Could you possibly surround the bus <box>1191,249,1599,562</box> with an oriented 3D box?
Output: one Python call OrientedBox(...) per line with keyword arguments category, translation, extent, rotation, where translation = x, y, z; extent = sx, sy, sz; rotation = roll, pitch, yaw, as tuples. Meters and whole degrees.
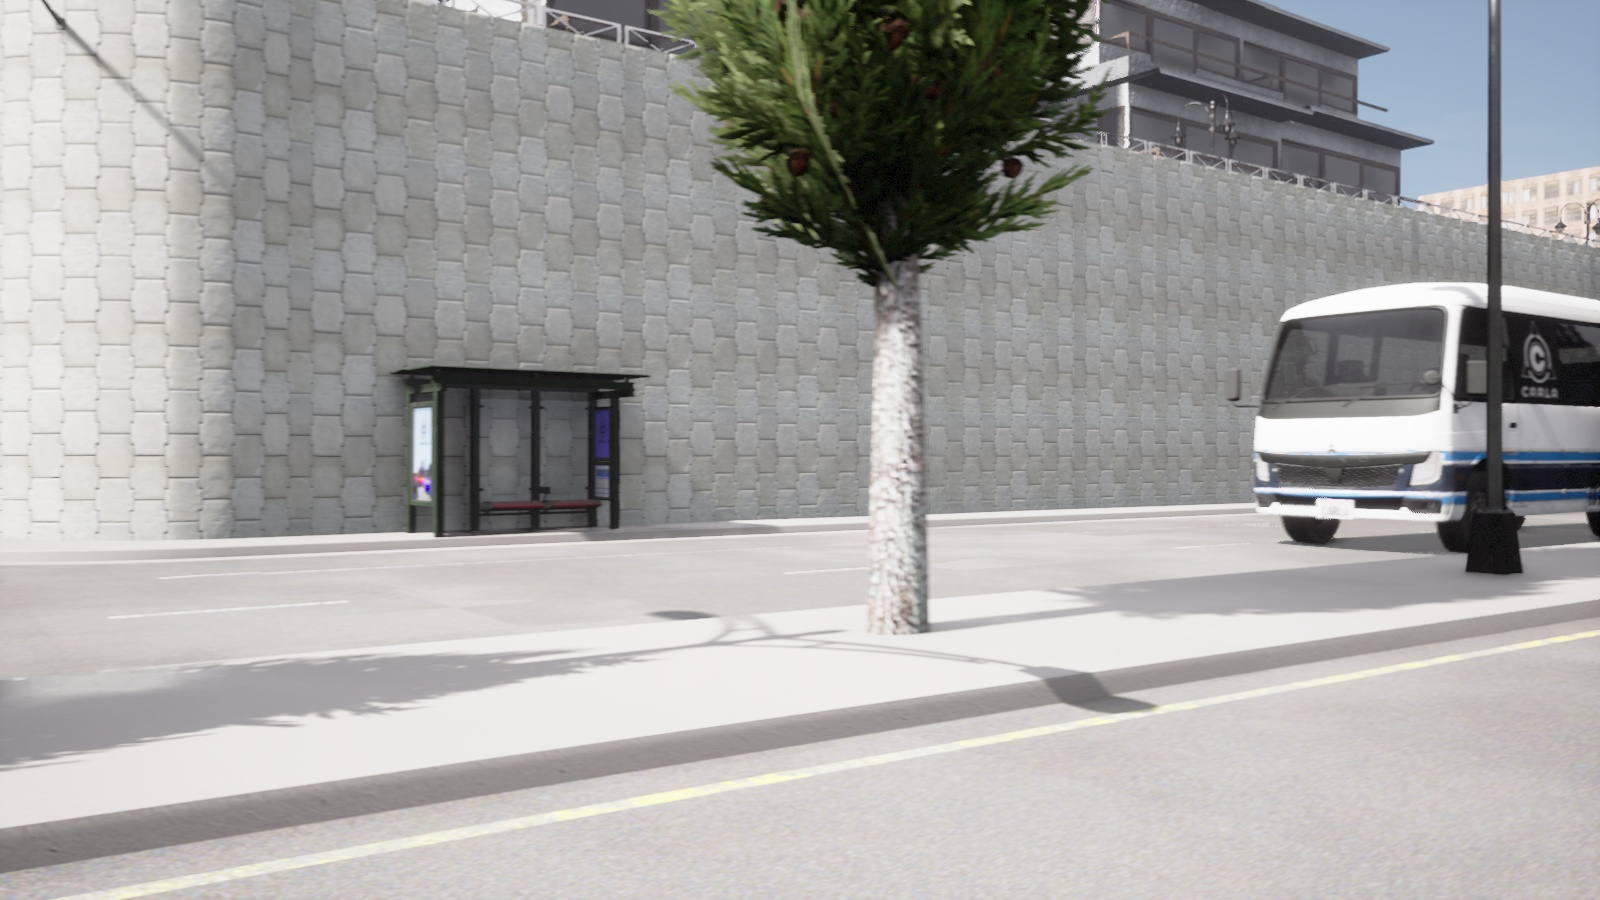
OrientedBox(category="bus", translation=(11.668, -0.603, 21.597), extent=(10.273, 4.253, 3.944), rotation=(0, 0, -35))
